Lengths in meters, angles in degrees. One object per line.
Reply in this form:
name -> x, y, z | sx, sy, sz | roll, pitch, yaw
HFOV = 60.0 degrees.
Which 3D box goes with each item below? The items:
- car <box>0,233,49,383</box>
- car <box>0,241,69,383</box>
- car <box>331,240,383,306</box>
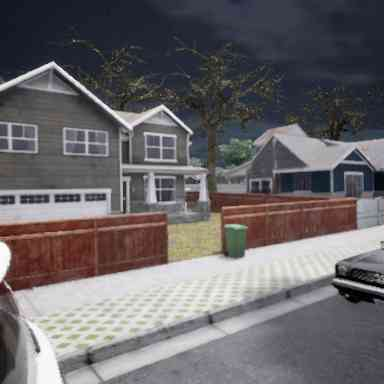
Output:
car -> -3.660, 1.387, 3.785 | 4.553, 1.767, 2.097 | -1, 1, 44
car -> -2.988, 1.290, 0.377 | 5.566, 2.045, 2.150 | -2, 1, -30
car -> 4.821, 1.409, 6.590 | 4.718, 1.301, 1.895 | -2, 1, -36
